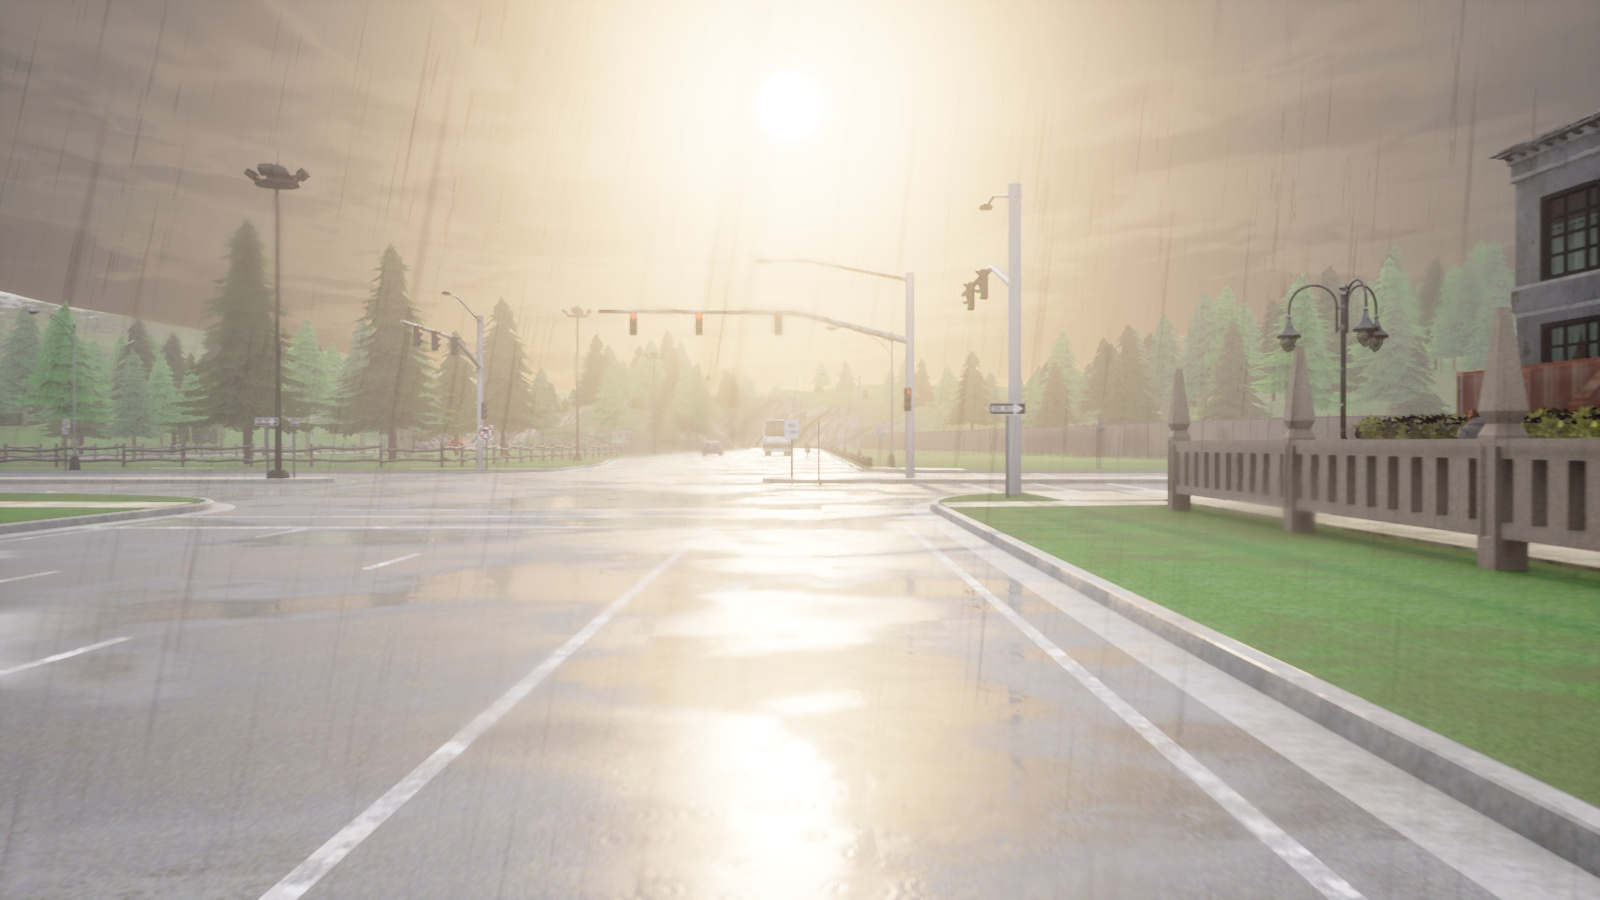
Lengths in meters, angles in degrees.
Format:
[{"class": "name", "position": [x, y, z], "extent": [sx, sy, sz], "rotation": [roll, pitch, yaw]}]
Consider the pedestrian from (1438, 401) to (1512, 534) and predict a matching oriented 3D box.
[{"class": "pedestrian", "position": [10.135, 0.257, 18.874], "extent": [0.659, 1.952, 0.873], "rotation": [0, 0, 3]}]
